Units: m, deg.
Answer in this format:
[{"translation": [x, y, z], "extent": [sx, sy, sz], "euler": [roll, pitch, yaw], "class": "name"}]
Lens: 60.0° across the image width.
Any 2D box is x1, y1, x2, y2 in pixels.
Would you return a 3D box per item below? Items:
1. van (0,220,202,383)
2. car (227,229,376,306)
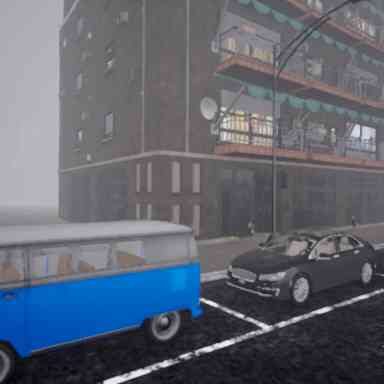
[{"translation": [-1.746, 1.353, 4.855], "extent": [3.998, 1.788, 1.690], "euler": [1, 0, -35], "class": "van"}, {"translation": [2.807, 1.615, 8.101], "extent": [4.403, 1.369, 2.008], "euler": [1, 0, -35], "class": "car"}]
